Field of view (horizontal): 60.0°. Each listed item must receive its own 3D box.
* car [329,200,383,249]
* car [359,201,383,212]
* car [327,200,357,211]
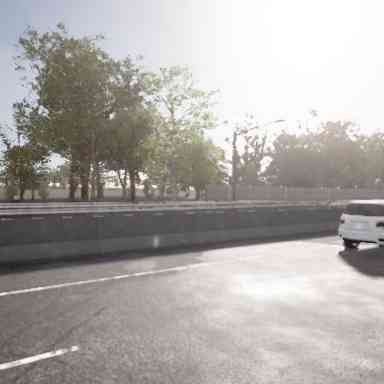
[{"bbox_3d":[8.497,1.372,14.120,5.566,2.045,2.150,1,0,-35],"label":"car"},{"bbox_3d":[26.546,2.051,48.664,4.674,1.442,1.812,1,-1,-35],"label":"car"},{"bbox_3d":[22.758,1.978,50.231,5.008,1.535,1.882,1,0,-36],"label":"car"}]
